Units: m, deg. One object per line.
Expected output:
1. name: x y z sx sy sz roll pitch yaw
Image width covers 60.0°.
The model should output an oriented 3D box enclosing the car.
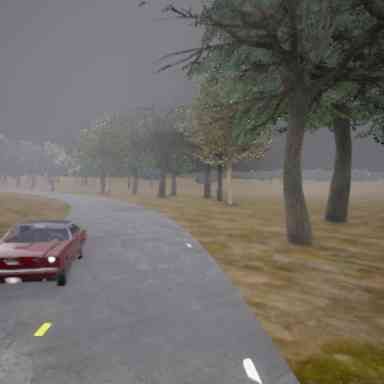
1. car: -4.049 1.463 8.949 1.895 1.301 4.718 0 1 -11
